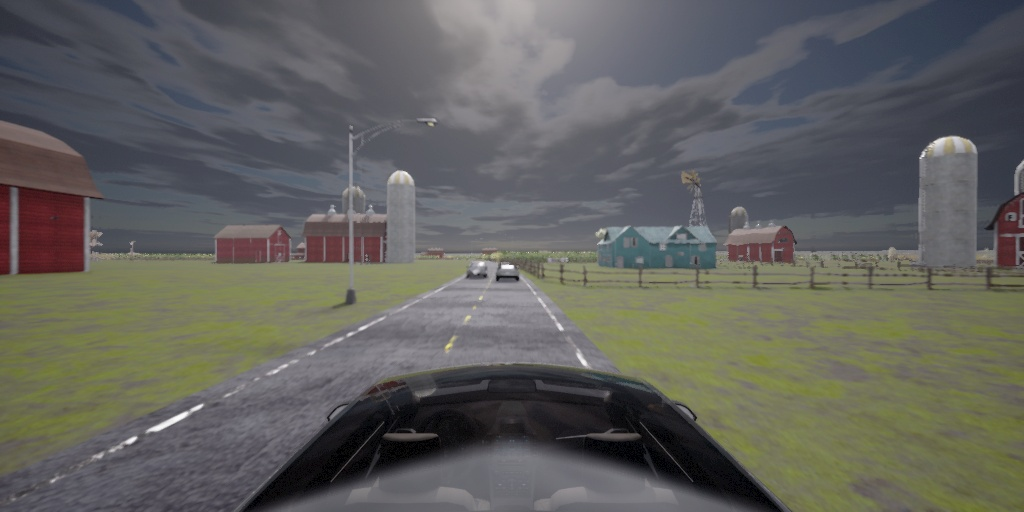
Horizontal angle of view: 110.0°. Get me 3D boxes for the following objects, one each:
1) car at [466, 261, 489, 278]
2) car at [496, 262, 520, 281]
[{"bbox_3d":[-3.257,1.271,34.124,2.128,1.511,4.902,0,0,-2],"label":"car"},{"bbox_3d":[-0.391,1.333,30.638,1.994,1.385,4.181,0,0,-1],"label":"car"}]
